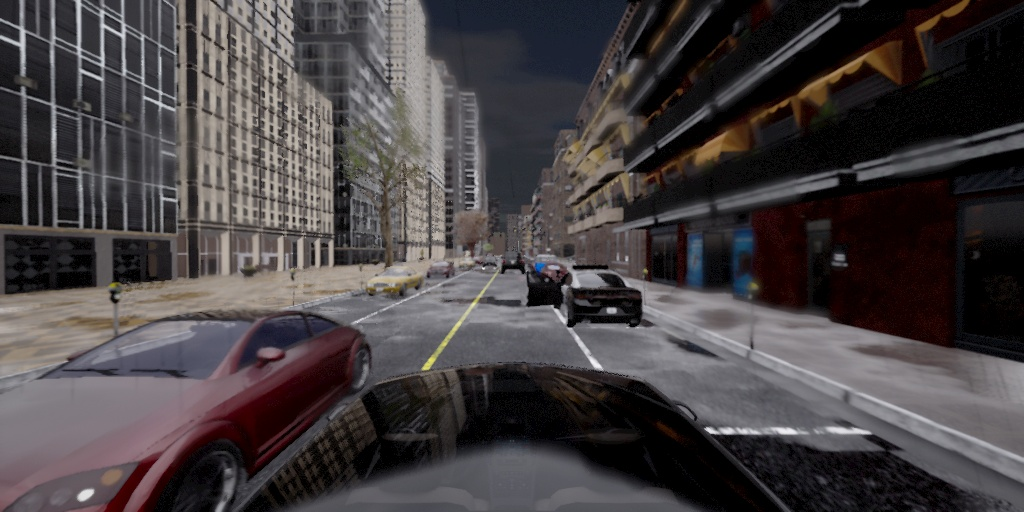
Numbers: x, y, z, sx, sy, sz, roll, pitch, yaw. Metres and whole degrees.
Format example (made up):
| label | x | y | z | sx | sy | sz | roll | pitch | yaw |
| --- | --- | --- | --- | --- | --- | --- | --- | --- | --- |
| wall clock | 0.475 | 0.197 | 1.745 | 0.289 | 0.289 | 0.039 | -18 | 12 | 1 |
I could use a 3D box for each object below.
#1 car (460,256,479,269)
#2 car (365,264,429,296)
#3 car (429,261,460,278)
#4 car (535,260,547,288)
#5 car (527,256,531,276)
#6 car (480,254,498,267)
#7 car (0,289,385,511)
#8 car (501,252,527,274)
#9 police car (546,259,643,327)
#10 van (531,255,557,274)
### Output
| label | x | y | z | sx | sy | sz | roll | pitch | yaw |
| --- | --- | --- | --- | --- | --- | --- | --- | --- | --- |
| car | -5.629 | 0.800 | 45.408 | 1.751 | 1.417 | 4.829 | 0 | 0 | 0 |
| car | -5.668 | 1.095 | 17.746 | 1.751 | 1.417 | 4.829 | 0 | 0 | 0 |
| car | -5.652 | 1.033 | 28.981 | 1.802 | 1.307 | 4.207 | 0 | 0 | 0 |
| car | 2.720 | 1.092 | 23.437 | 1.802 | 1.307 | 4.207 | 0 | 0 | 0 |
| car | 2.736 | 0.832 | 34.501 | 1.967 | 1.591 | 4.097 | 0 | 0 | 0 |
| car | -2.933 | 0.788 | 48.784 | 1.837 | 1.490 | 4.892 | 0 | 1 | 0 |
| car | -3.096 | 1.291 | 3.718 | 1.994 | 1.385 | 4.181 | 0 | 1 | 0 |
| car | 0.089 | 0.614 | 34.739 | 2.150 | 2.045 | 5.566 | 0 | 1 | 0 |
| police car | 2.381 | 1.070 | 11.143 | 1.930 | 1.638 | 5.238 | 0 | 1 | 0 |
| van | 2.728 | 0.792 | 28.968 | 1.690 | 1.789 | 3.998 | 0 | 0 | 0 |
